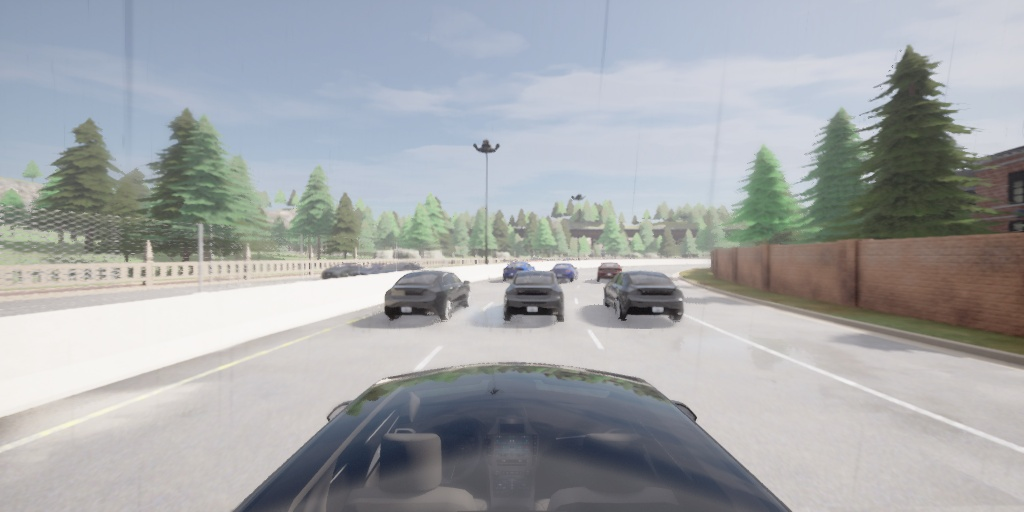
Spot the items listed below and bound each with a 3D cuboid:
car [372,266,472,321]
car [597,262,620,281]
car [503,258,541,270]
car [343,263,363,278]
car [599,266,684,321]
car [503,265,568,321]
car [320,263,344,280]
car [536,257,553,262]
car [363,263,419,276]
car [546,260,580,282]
[{"bbox_3d":[-2.684,1.242,12.410,1.837,1.490,4.892,0,0,6],"label":"car"},{"bbox_3d":[7.972,1.210,28.981,1.882,1.535,5.008,0,0,17],"label":"car"},{"bbox_3d":[0.708,1.202,29.179,1.882,1.535,5.008,0,0,16],"label":"car"},{"bbox_3d":[-10.669,1.277,27.954,1.994,1.385,4.181,0,0,14],"label":"car"},{"bbox_3d":[4.360,1.249,12.441,1.837,1.490,4.892,0,0,7],"label":"car"},{"bbox_3d":[0.841,1.246,12.468,1.837,1.490,4.892,0,0,6],"label":"car"},{"bbox_3d":[-13.791,1.272,29.836,1.994,1.385,4.181,0,0,15],"label":"car"},{"bbox_3d":[6.584,1.259,64.687,1.994,1.385,4.181,0,0,36],"label":"car"},{"bbox_3d":[-7.817,1.224,24.945,1.837,1.490,4.892,0,0,14],"label":"car"},{"bbox_3d":[4.167,1.254,28.569,1.812,1.442,4.674,0,0,16],"label":"car"}]
